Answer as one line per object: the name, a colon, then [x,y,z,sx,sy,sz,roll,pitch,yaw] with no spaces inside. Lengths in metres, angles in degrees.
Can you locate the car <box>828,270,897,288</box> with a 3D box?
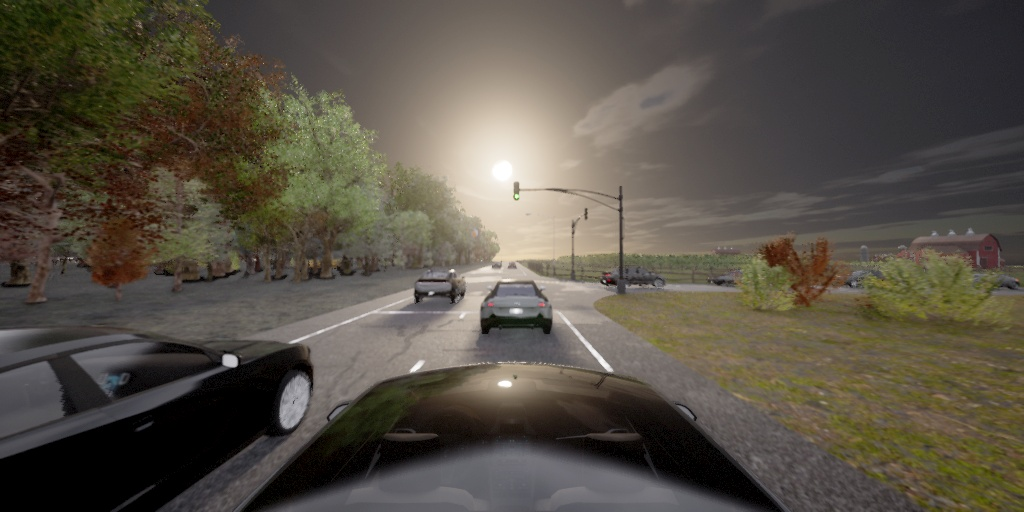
car: [29.348,1.895,30.098,4.892,1.490,1.837,1,-2,0]

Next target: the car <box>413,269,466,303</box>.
car: [-3.395,1.393,17.536,2.128,1.511,4.902,0,-1,0]

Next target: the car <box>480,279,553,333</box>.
car: [0.127,1.402,11.141,1.994,1.385,4.181,0,-1,0]

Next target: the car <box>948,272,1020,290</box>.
car: [39.391,2.064,30.036,4.181,1.385,1.994,1,-2,1]

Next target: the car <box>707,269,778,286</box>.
car: [19.461,1.830,30.145,5.357,1.411,2.033,1,-2,0]

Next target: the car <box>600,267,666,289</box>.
car: [8.720,1.550,25.731,4.892,1.490,1.837,1,-5,-20]

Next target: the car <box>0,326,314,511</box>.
car: [-3.399,1.235,2.483,1.882,1.535,5.008,0,0,0]
